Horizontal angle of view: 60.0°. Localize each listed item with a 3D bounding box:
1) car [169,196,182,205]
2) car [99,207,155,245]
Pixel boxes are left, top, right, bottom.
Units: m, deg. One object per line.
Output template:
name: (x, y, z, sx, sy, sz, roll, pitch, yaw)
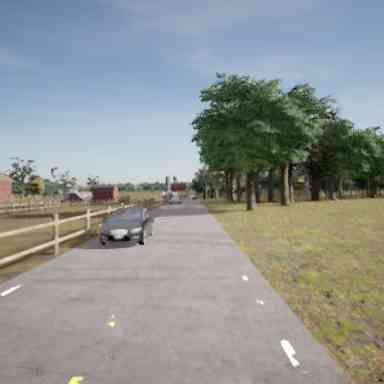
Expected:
car: (-2.794, 1.482, 55.967, 1.812, 1.442, 4.674, 0, 0, 0)
car: (-2.847, 1.465, 15.336, 2.128, 1.511, 4.902, 0, 0, 0)
